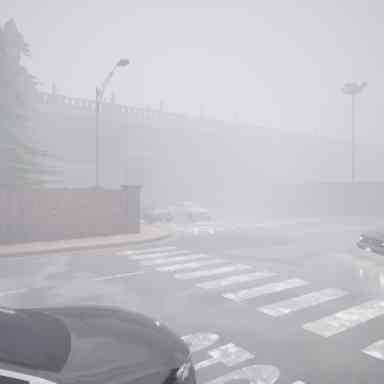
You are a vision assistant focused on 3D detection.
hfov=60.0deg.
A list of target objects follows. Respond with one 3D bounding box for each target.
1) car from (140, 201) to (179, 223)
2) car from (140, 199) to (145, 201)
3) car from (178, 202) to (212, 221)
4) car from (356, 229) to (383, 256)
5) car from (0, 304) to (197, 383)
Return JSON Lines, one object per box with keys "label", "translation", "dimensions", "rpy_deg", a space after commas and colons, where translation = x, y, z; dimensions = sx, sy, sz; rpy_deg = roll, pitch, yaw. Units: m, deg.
{"label": "car", "translation": [-3.275, 1.656, 26.056], "dimensions": [1.895, 1.301, 4.718], "rpy_deg": [0, 0, -35]}
{"label": "car", "translation": [-5.706, 1.533, 35.576], "dimensions": [1.882, 1.535, 5.008], "rpy_deg": [0, 0, -35]}
{"label": "car", "translation": [-0.310, 1.581, 27.961], "dimensions": [1.812, 1.442, 4.674], "rpy_deg": [0, 0, -36]}
{"label": "car", "translation": [8.593, 1.551, 11.313], "dimensions": [5.357, 1.411, 2.033], "rpy_deg": [0, 0, -2]}
{"label": "car", "translation": [-2.171, 1.492, 2.145], "dimensions": [4.902, 1.511, 2.128], "rpy_deg": [0, 0, -36]}
